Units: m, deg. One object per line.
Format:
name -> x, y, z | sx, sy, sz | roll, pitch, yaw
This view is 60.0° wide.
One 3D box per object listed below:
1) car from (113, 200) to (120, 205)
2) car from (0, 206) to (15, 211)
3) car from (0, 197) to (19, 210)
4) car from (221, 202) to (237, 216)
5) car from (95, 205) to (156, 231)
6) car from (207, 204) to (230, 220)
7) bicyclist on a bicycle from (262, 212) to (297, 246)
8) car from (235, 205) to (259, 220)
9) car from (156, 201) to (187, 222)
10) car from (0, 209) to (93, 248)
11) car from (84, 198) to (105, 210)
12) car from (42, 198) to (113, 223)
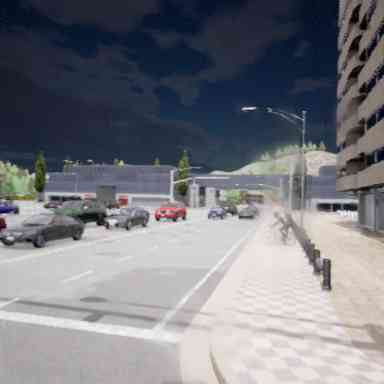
car -> -14.376, 2.153, 57.941 | 1.932, 1.855, 4.605 | 1, -1, 15
car -> -10.950, 1.584, 15.241 | 1.882, 1.535, 5.008 | 1, -1, 14
car -> -24.188, 1.779, 42.507 | 1.970, 1.475, 3.806 | 1, -1, 15
car -> 5.525, 2.576, 50.469 | 2.150, 2.045, 5.566 | 1, -1, 15
car -> -4.830, 1.985, 24.999 | 2.128, 1.511, 4.902 | 1, -1, 14
car -> 3.123, 2.601, 41.095 | 1.812, 1.442, 4.674 | 1, -1, 14
bicyclist on a bicycle -> 4.302, 1.838, 16.404 | 1.656, 1.620, 0.582 | 1, -1, 14
car -> 7.038, 2.774, 42.440 | 1.994, 1.385, 4.181 | 1, -1, 15
car -> -2.158, 2.024, 35.340 | 2.150, 2.045, 5.566 | 1, -1, 15
car -> -7.056, 1.758, 16.260 | 1.812, 1.442, 4.674 | 1, -1, 14
car -> -17.162, 2.100, 58.725 | 1.905, 1.878, 3.866 | 1, -1, 15
car -> -8.471, 1.615, 24.871 | 2.150, 2.045, 5.566 | 1, -1, 14
